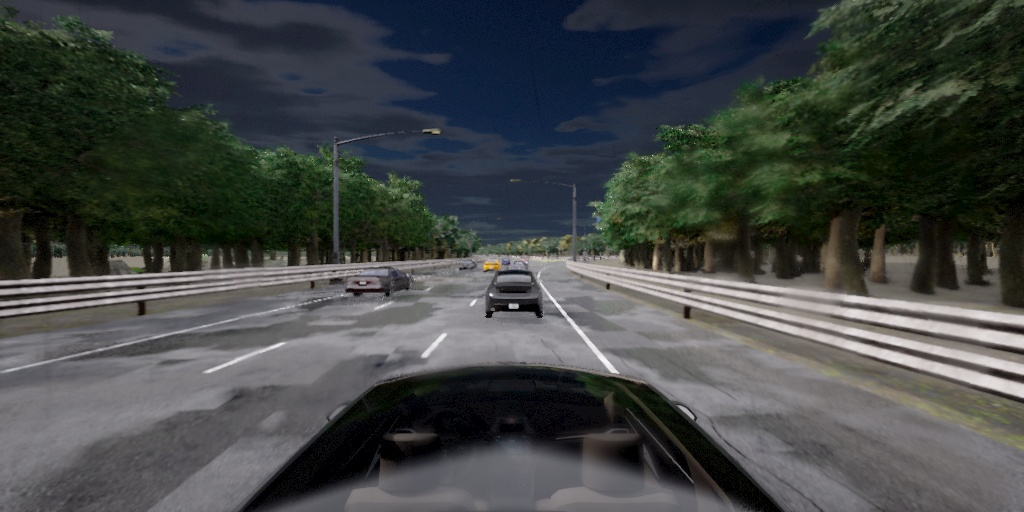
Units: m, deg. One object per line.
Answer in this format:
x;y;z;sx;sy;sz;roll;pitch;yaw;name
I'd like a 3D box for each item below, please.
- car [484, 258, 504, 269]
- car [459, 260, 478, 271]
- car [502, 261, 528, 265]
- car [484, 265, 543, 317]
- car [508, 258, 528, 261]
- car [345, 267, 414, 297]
-2.396;1.184;45.681;1.882;1.535;5.008;0;0;3;car
-5.830;1.243;48.144;2.033;1.411;5.357;0;0;3;car
0.420;1.343;29.676;1.895;1.301;4.718;0;0;2;car
0.084;1.256;13.162;1.837;1.490;4.892;0;0;1;car
0.866;1.286;42.147;1.994;1.385;4.181;0;0;2;car
-6.773;1.291;18.927;2.033;1.411;5.357;0;0;1;car
